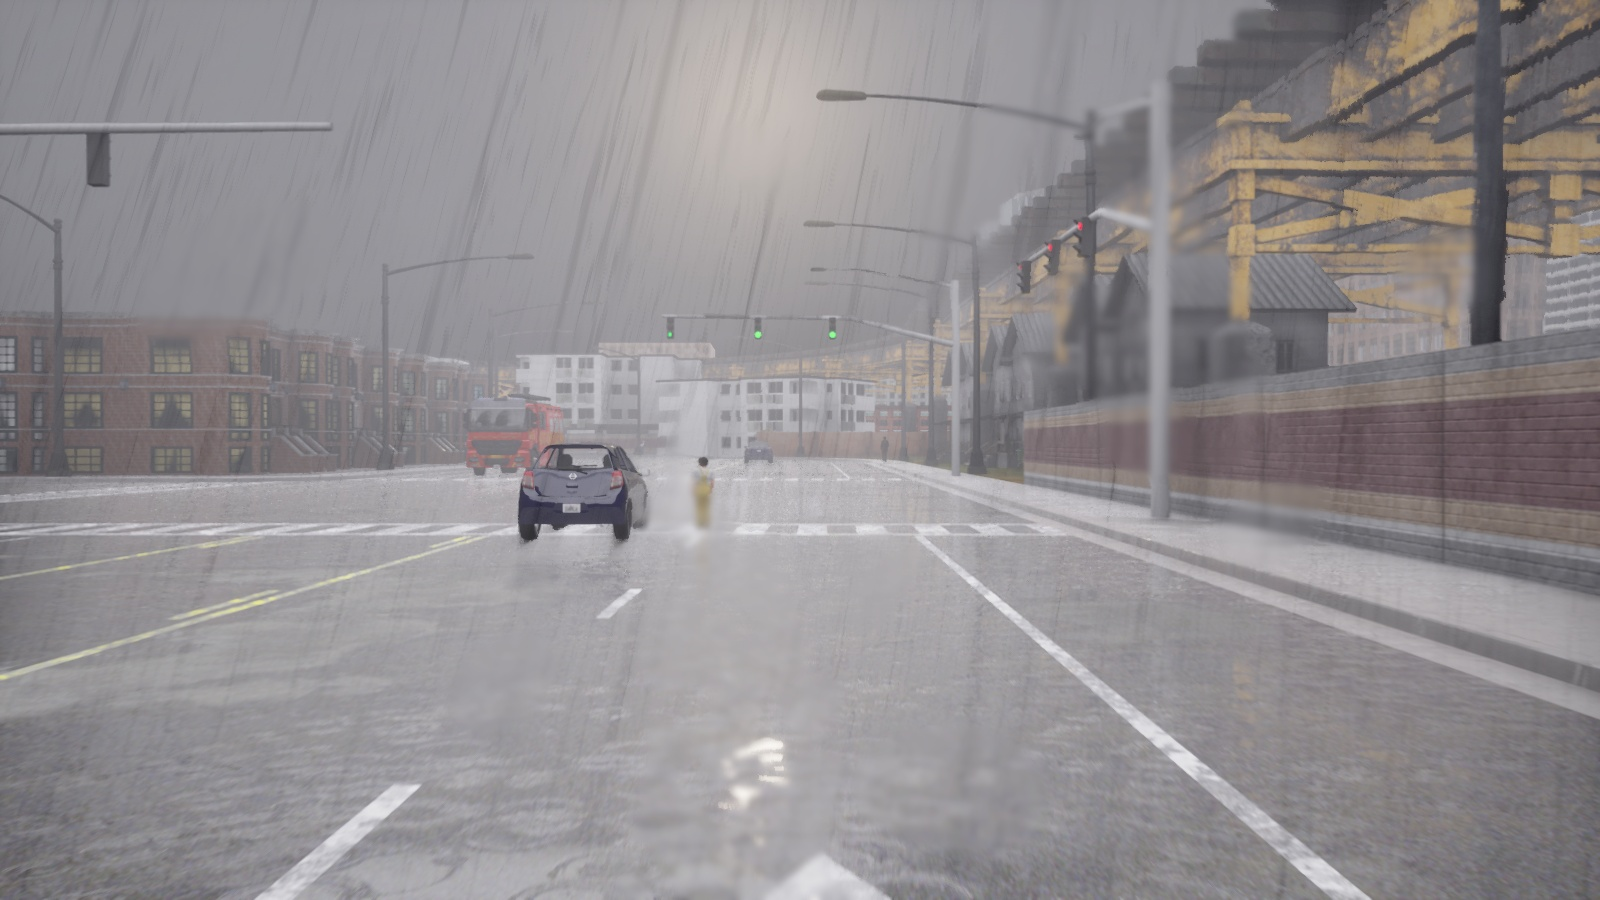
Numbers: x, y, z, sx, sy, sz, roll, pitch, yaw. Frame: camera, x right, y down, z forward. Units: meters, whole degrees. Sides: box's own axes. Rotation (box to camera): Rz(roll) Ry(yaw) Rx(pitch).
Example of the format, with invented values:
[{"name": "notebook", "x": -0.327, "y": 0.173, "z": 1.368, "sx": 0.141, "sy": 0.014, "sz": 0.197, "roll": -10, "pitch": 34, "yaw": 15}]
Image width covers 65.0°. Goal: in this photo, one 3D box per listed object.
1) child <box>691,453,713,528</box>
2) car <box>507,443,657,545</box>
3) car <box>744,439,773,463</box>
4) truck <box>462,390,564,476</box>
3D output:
[{"name": "child", "x": -1.674, "y": 0.690, "z": 21.415, "sx": 0.270, "sy": 1.263, "sz": 0.437, "roll": 0, "pitch": 0, "yaw": -18}, {"name": "car", "x": -3.409, "y": 0.643, "z": 20.298, "sx": 1.845, "sy": 1.501, "sz": 3.633, "roll": 0, "pitch": 0, "yaw": -1}, {"name": "car", "x": -3.161, "y": 0.070, "z": 94.503, "sx": 2.097, "sy": 1.767, "sz": 4.553, "roll": 0, "pitch": 0, "yaw": -3}, {"name": "truck", "x": -13.630, "y": -0.769, "z": 60.378, "sx": 2.891, "sy": 3.827, "sz": 8.468, "roll": 0, "pitch": 0, "yaw": 0}]
